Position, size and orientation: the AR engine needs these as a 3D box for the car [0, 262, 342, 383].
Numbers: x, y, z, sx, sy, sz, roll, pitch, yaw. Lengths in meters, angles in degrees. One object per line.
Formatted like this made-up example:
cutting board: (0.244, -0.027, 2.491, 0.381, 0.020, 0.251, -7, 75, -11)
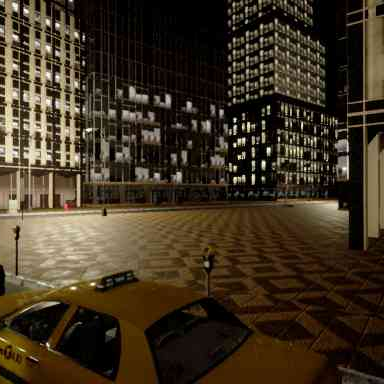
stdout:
car: (-0.982, 1.525, 3.575, 4.829, 1.417, 1.752, 0, 0, 35)
